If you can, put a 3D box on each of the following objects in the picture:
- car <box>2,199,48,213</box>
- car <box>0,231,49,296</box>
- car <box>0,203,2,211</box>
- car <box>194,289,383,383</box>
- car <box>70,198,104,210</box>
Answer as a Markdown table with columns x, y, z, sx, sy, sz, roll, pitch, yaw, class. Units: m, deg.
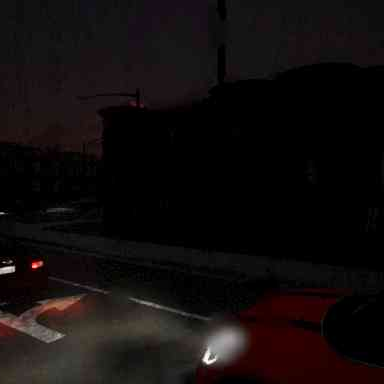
| x | y | z | sx | sy | sz | roll | pitch | yaw | class |
| --- | --- | --- | --- | --- | --- | --- | --- | --- | --- |
| -18.377 | 1.564 | 37.307 | 1.994 | 1.385 | 4.181 | 0 | 0 | 36 | car |
| -5.535 | 1.547 | 7.918 | 5.357 | 1.411 | 2.033 | 0 | 0 | 38 | car |
| -20.890 | 1.547 | 39.817 | 2.033 | 1.411 | 5.357 | 0 | 0 | 36 | car |
| 2.214 | 1.352 | 2.418 | 4.553 | 1.767 | 2.097 | 0 | 0 | 36 | car |
| -13.306 | 1.601 | 44.385 | 1.895 | 1.301 | 4.718 | 0 | 0 | 36 | car |
